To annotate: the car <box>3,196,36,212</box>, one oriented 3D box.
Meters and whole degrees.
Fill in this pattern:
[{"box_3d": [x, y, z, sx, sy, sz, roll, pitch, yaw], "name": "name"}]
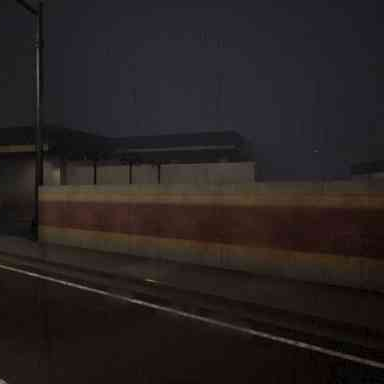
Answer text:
[{"box_3d": [-18.603, 1.322, 37.475, 2.242, 1.667, 4.611, 0, 0, 36], "name": "car"}]
